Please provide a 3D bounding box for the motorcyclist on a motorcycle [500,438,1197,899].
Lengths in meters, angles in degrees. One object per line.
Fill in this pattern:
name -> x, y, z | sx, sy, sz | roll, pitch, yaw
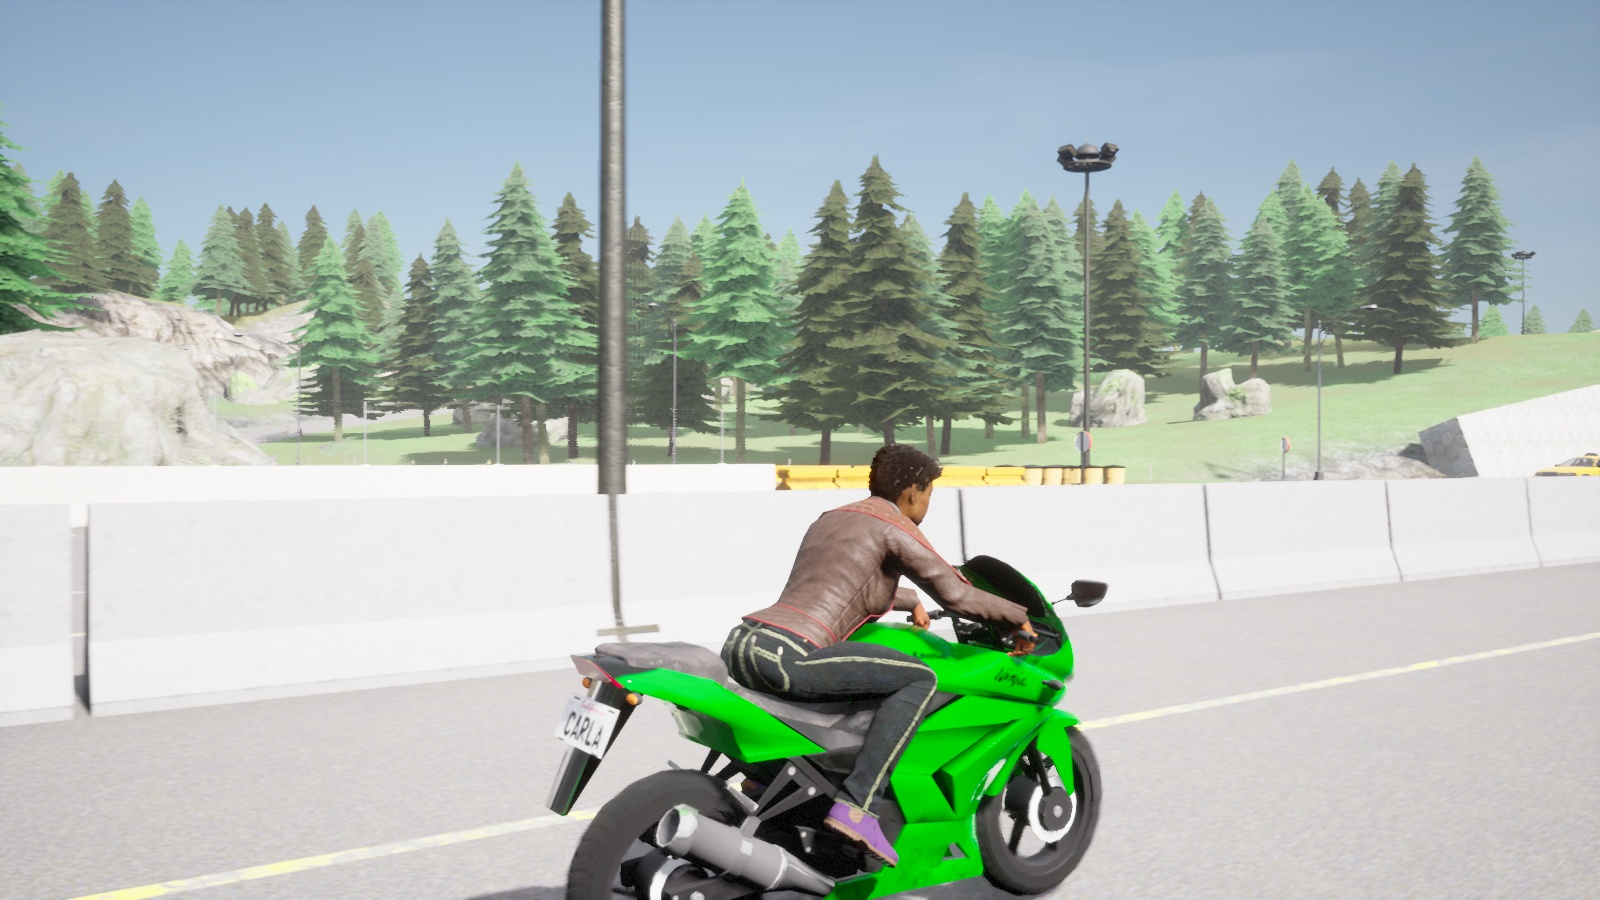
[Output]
motorcyclist on a motorcycle -> 0.218, 0.736, 3.811 | 2.044, 1.523, 0.797 | 0, 0, -35

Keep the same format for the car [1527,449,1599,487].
car -> 33.397, 0.745, 53.271 | 5.366, 1.575, 1.801 | 0, 0, -27
